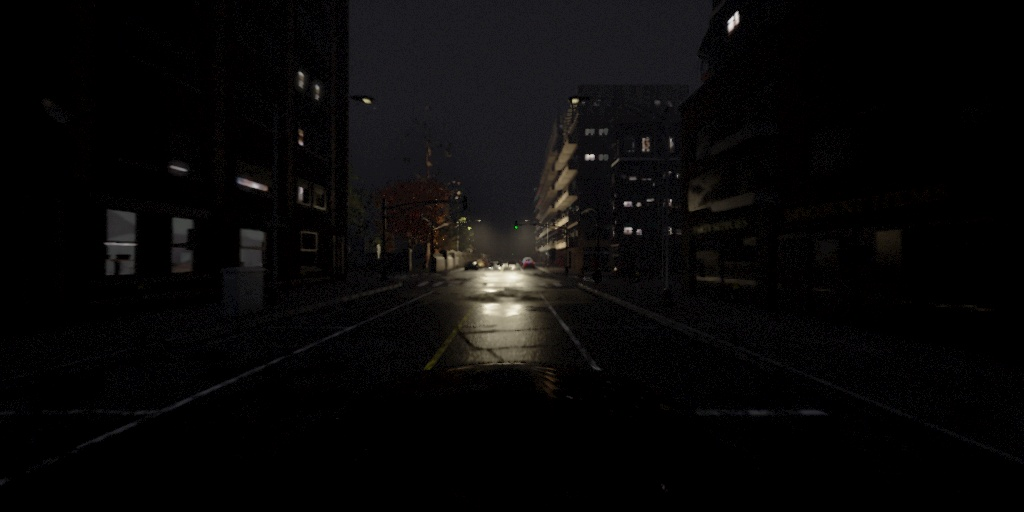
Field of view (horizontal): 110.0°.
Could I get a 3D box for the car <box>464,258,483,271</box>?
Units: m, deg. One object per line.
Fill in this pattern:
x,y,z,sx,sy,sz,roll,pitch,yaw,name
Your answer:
-5.676,1.404,51.086,1.948,1.339,4.313,0,0,0,car

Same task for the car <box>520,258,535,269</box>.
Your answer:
2.706,1.397,56.713,1.888,1.381,4.507,0,0,0,car

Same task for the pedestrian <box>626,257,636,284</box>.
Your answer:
8.087,0.970,24.156,0.375,1.860,0.375,0,0,0,pedestrian

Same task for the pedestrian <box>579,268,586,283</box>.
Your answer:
4.866,1.303,24.755,0.500,1.100,0.500,0,0,0,pedestrian

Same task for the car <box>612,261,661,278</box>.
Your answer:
13.459,1.408,38.739,5.009,1.841,2.192,0,0,-1,car

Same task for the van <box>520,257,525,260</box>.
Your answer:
2.707,1.207,62.344,1.690,1.789,3.998,0,0,0,van

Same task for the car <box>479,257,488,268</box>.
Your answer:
-5.673,1.392,62.177,1.751,1.417,4.829,0,0,0,car

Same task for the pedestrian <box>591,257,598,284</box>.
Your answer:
5.469,0.922,23.557,0.375,1.860,0.375,0,0,0,pedestrian
